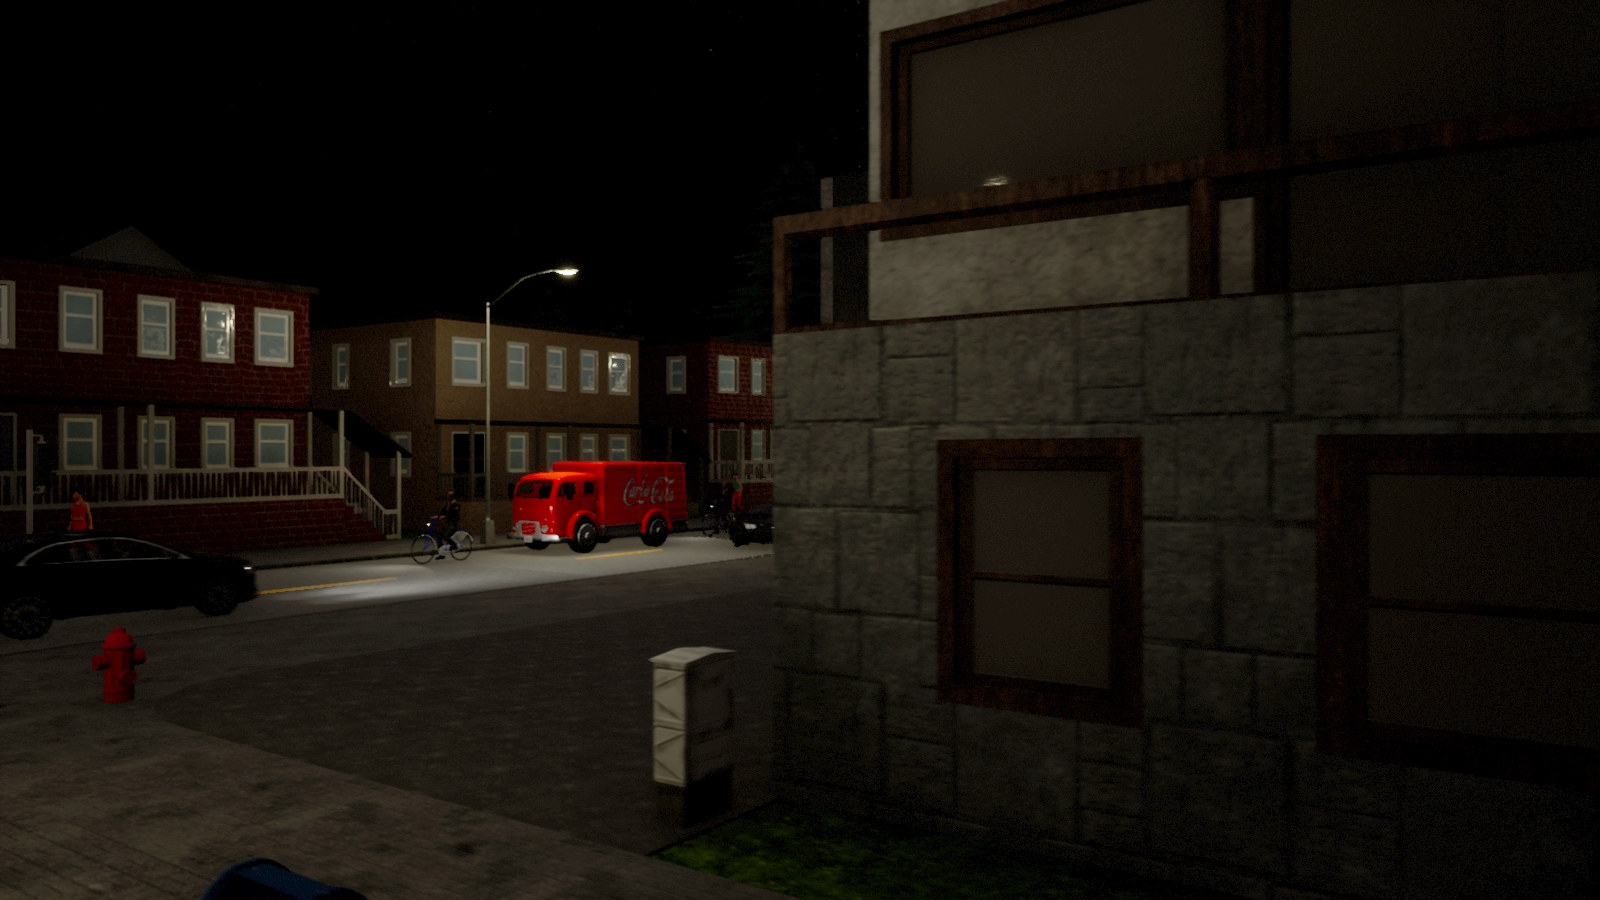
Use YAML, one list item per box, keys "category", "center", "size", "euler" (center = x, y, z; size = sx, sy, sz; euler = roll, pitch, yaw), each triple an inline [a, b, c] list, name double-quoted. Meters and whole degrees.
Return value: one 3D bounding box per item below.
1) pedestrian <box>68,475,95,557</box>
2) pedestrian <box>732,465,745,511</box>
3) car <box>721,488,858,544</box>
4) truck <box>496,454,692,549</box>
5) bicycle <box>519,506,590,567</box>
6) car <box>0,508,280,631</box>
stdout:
- category: "pedestrian"
  center: [-16.609, 1.514, 26.411]
  size: [0.375, 1.860, 0.375]
  euler: [0, 0, 26]
- category: "pedestrian"
  center: [-2.478, 1.522, 45.830]
  size: [0.375, 1.860, 0.375]
  euler: [0, 0, 43]
- category: "car"
  center: [-0.233, 1.897, 33.736]
  size: [1.994, 1.385, 4.181]
  euler: [0, 0, 35]
- category: "truck"
  center: [-5.793, 1.346, 32.764]
  size: [2.627, 2.467, 5.204]
  euler: [0, 0, 35]
- category: "bicycle"
  center: [-5.579, 1.939, 26.023]
  size: [0.329, 1.271, 1.835]
  euler: [0, 0, 35]
- category: "car"
  center: [-11.263, 1.826, 18.369]
  size: [2.128, 1.511, 4.902]
  euler: [0, 0, 34]
